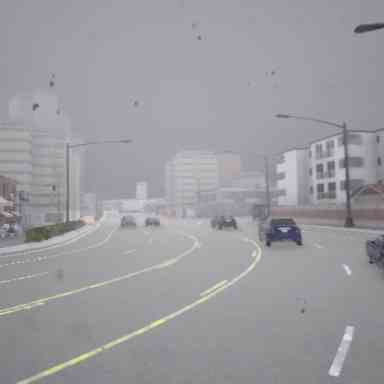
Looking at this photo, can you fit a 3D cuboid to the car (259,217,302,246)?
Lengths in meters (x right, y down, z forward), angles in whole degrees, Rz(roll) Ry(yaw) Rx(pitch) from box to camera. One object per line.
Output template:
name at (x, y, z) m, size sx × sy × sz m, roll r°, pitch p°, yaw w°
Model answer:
car at (5.544, 2.380, 21.381) m, size 2.097 × 1.767 × 4.553 m, roll -2°, pitch -3°, yaw 5°

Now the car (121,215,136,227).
car at (-9.352, 4.240, 48.803) m, size 2.097 × 1.767 × 4.553 m, roll -1°, pitch -3°, yaw -12°

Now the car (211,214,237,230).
car at (3.550, 3.319, 38.015) m, size 2.097 × 1.767 × 4.553 m, roll -1°, pitch -3°, yaw -10°

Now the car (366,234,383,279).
car at (7.156, 2.046, 11.220) m, size 1.895 × 1.301 × 4.718 m, roll -2°, pitch -3°, yaw 20°

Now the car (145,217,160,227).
car at (-5.875, 4.367, 49.272) m, size 1.994 × 1.385 × 4.181 m, roll -1°, pitch -3°, yaw -12°

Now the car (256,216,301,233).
car at (8.239, 3.092, 32.243) m, size 2.033 × 1.411 × 5.357 m, roll -1°, pitch -3°, yaw -11°
